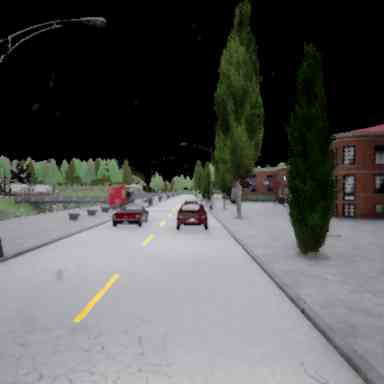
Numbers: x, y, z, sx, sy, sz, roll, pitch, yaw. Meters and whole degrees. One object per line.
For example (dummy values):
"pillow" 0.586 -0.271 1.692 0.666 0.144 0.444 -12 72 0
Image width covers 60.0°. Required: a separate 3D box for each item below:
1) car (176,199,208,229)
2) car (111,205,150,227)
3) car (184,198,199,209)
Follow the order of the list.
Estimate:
"car" 0.009 1.447 21.537 1.882 1.535 5.008 0 0 0
"car" -4.096 1.585 22.676 1.895 1.301 4.718 0 0 0
"car" -0.094 1.537 44.543 1.895 1.301 4.718 0 0 0
